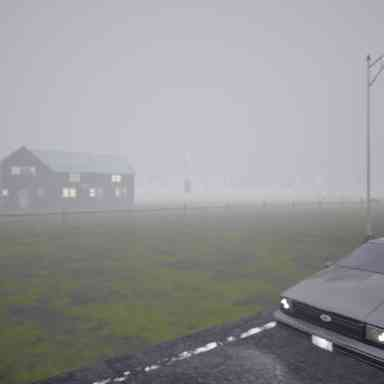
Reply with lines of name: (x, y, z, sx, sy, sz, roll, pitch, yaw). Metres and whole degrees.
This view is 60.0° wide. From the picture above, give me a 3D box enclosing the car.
car: (3.834, 1.527, 5.768, 5.357, 1.411, 2.033, 0, 0, -35)
